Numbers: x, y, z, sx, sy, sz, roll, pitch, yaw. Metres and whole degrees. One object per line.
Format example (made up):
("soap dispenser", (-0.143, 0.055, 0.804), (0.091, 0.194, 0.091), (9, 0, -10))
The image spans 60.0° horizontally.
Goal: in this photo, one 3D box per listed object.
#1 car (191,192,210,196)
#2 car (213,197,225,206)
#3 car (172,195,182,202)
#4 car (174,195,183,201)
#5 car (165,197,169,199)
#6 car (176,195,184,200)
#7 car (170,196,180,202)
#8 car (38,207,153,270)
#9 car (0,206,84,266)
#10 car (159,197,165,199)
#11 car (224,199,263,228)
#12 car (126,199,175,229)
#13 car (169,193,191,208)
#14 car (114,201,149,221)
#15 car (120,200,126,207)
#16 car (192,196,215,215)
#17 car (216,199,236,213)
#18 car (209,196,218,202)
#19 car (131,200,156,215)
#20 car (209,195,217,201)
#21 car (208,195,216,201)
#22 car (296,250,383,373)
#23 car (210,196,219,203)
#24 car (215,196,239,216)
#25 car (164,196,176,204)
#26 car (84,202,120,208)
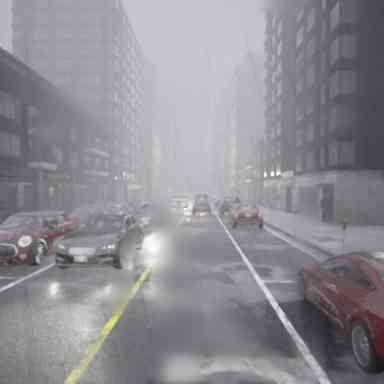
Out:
("car", (1.406, 1.210, 48.278), (2.150, 2.045, 5.566), (0, 0, 2))
("car", (4.382, 1.531, 55.272), (1.752, 1.417, 4.829), (0, 0, 2))
("car", (-3.521, 1.499, 77.444), (2.008, 1.369, 4.403), (0, 0, 2))
("car", (-3.365, 1.491, 82.973), (1.887, 1.381, 4.507), (0, 0, 2))
("car", (-4.301, 1.506, 49.801), (2.008, 1.369, 4.403), (0, 0, 2))
("car", (-3.209, 1.511, 88.501), (1.947, 1.339, 4.313), (0, 0, 2))
("car", (-3.677, 1.495, 71.916), (1.887, 1.381, 4.507), (0, 0, 2))
("car", (-2.816, 1.468, 11.074), (2.128, 1.511, 4.902), (0, 0, 2))
("car", (-5.393, 1.401, 11.102), (1.967, 1.590, 4.097), (0, 0, 2))
("car", (-4.613, 1.522, 38.744), (1.947, 1.339, 4.313), (0, 0, 2))
("car", (3.441, 1.450, 21.940), (1.967, 1.590, 4.097), (0, 0, 2))
("car", (-2.514, 1.465, 21.438), (2.128, 1.511, 4.902), (0, 0, 2))
("car", (-1.677, 1.289, 47.876), (2.150, 2.045, 5.566), (0, 0, 2))
("car", (-4.925, 1.523, 27.687), (1.947, 1.339, 4.313), (0, 0, 2))
("car", (-5.081, 1.398, 22.159), (1.967, 1.590, 4.097), (0, 0, 2))
("car", (0.991, 1.483, 33.659), (2.128, 1.511, 4.902), (0, 0, 2))
("car", (3.909, 1.574, 38.521), (1.947, 1.339, 4.313), (0, 0, 2))
("car", (5.001, 1.551, 77.211), (2.008, 1.369, 4.403), (0, 0, 2))
("car", (-4.769, 1.538, 33.216), (1.802, 1.307, 4.206), (0, 0, 2))
("car", (5.157, 1.565, 82.738), (1.947, 1.339, 4.313), (0, 0, 2))
("car", (5.313, 1.579, 88.265), (1.802, 1.307, 4.206), (0, 0, 2))
("car", (2.974, 1.597, 5.359), (1.802, 1.307, 4.206), (0, 0, 2))
("car", (4.845, 1.547, 71.683), (1.887, 1.381, 4.507), (0, 0, 2))
("car", (3.752, 1.323, 32.994), (2.192, 1.841, 5.009), (0, 0, 2))
("car", (-3.989, 1.519, 60.858), (1.947, 1.339, 4.313), (0, 0, 2))
("car", (-5.237, 1.399, 16.631), (1.967, 1.590, 4.097), (0, 0, 2))
